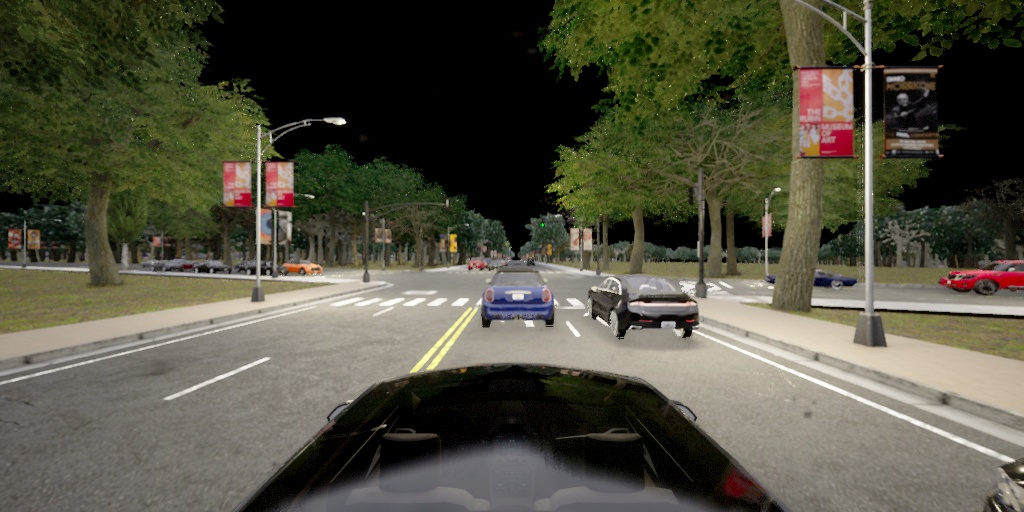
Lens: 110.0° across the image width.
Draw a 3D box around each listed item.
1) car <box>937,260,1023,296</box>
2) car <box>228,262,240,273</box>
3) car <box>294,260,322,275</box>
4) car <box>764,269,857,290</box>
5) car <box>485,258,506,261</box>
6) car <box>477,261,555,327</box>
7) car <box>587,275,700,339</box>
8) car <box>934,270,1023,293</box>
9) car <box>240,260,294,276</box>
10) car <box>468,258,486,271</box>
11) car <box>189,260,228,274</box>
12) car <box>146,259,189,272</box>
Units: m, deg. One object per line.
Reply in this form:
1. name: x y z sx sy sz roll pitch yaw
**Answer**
1. car: 29.272 1.266 20.796 5.566 2.045 2.150 0 0 25
2. car: -32.064 1.315 44.259 4.902 1.511 2.128 0 0 24
3. car: -23.701 1.201 40.543 4.553 1.767 2.097 0 0 24
4. car: 20.351 1.612 24.760 4.718 1.301 1.895 0 0 24
5. car: -2.495 1.416 55.545 2.097 1.767 4.553 0 0 1
6. car: 0.158 1.160 11.953 2.097 1.767 4.553 0 0 0
7. car: 3.432 1.292 10.244 2.128 1.511 4.902 0 0 0
8. car: 31.441 1.665 23.394 4.718 1.301 1.895 0 0 24
9. car: -25.984 1.307 37.993 5.008 1.535 1.882 0 0 22
10. car: -5.728 1.297 57.608 2.150 2.045 5.566 0 0 1
11. car: -35.062 1.280 42.036 5.008 1.535 1.882 0 0 24
12. car: -44.477 1.282 46.250 4.892 1.490 1.837 0 0 24
